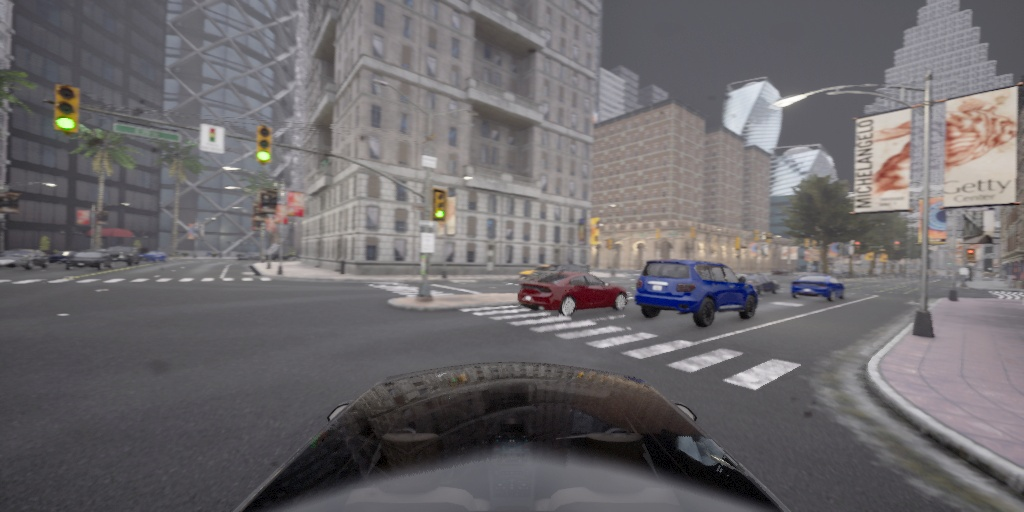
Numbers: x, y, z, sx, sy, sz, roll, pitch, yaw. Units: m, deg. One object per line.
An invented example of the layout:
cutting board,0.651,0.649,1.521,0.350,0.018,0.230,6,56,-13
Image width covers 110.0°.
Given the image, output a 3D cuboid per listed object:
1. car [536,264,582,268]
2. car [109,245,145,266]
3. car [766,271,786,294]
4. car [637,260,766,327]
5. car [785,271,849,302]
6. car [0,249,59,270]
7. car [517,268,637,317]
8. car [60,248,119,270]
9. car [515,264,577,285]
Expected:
car,3.234,1.325,24.835,4.553,1.767,2.097,2,0,-38
car,-40.848,-0.064,37.544,2.150,2.045,5.566,2,0,-38
car,16.949,1.936,25.179,5.357,1.411,2.033,2,0,-38
car,6.725,1.226,12.906,5.566,2.045,2.150,3,-1,-37
car,19.290,1.922,22.568,5.008,1.535,1.882,2,0,-38
car,-37.495,0.252,27.431,2.128,1.511,4.902,2,0,-38
car,2.486,1.369,13.911,5.008,1.535,1.882,2,-1,-39
car,-34.877,0.330,29.766,1.882,1.535,5.008,2,0,-38
car,2.801,1.460,28.942,5.008,1.535,1.882,2,0,-38
